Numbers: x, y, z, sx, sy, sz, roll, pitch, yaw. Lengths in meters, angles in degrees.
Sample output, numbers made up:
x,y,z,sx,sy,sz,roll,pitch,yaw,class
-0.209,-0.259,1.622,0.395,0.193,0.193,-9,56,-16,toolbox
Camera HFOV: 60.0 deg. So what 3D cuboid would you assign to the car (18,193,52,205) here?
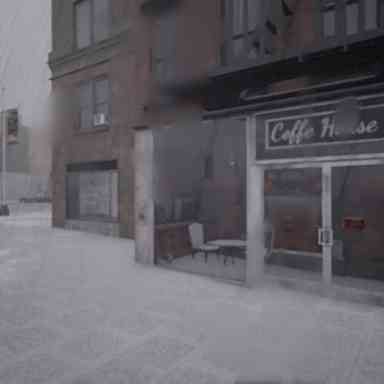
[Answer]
x,y,z,sx,sy,sz,roll,pitch,yaw,class
-16.570,0.739,36.894,1.895,1.301,4.718,0,1,35,car
